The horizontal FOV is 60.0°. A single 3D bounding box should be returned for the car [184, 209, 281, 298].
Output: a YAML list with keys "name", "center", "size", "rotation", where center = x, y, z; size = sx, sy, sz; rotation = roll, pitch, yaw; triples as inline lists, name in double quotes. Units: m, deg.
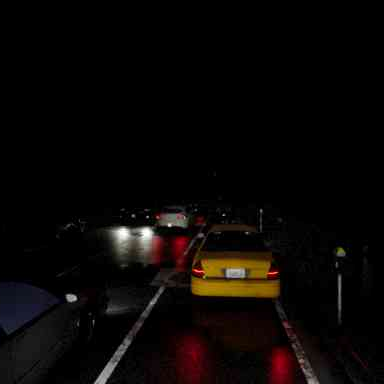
- name: "car"
  center: [1.052, 1.457, 8.606]
  size: [1.801, 1.575, 5.366]
  rotation: [0, 0, 6]

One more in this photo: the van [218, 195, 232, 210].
- name: "van"
  center: [4.315, 1.342, 43.598]
  size: [1.690, 1.788, 3.998]
  rotation: [0, 0, 6]

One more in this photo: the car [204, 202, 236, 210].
- name: "car"
  center: [2.081, 1.551, 21.617]
  size: [2.008, 1.369, 4.403]
  rotation: [0, 0, 6]

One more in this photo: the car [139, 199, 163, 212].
- name: "car"
  center: [-4.727, 1.566, 38.958]
  size: [1.947, 1.339, 4.313]
  rotation: [0, 0, 6]

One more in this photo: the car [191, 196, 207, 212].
- name: "car"
  center: [0.600, 1.492, 34.366]
  size: [2.128, 1.511, 4.902]
  rotation: [0, 0, 6]

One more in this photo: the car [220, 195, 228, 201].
- name: "car"
  center: [8.467, 1.468, 87.292]
  size: [1.967, 1.590, 4.097]
  rotation: [0, 0, 5]

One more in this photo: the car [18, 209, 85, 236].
- name: "car"
  center: [-6.960, 1.566, 16.971]
  size: [1.947, 1.339, 4.313]
  rotation: [0, 0, 6]

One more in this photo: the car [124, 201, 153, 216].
- name: "car"
  center: [-5.285, 1.582, 33.462]
  size: [1.802, 1.307, 4.206]
  rotation: [0, 0, 6]

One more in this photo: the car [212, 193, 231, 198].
- name: "car"
  center: [3.757, 1.316, 38.103]
  size: [2.192, 1.841, 5.009]
  rotation: [0, 0, 6]

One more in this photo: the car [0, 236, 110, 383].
- name: "car"
  center: [-2.556, 1.547, 3.280]
  size: [2.033, 1.411, 5.357]
  rotation: [0, 0, 6]

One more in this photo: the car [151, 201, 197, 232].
- name: "car"
  center: [-0.950, 1.526, 20.067]
  size: [1.812, 1.442, 4.674]
  rotation: [0, 0, 6]

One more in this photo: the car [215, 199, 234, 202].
- name: "car"
  center: [2.640, 1.551, 27.112]
  size: [2.008, 1.369, 4.403]
  rotation: [0, 0, 6]

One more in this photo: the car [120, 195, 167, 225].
- name: "car"
  center: [-3.593, 1.221, 24.715]
  size: [2.150, 2.045, 5.566]
  rotation: [0, 0, 6]
